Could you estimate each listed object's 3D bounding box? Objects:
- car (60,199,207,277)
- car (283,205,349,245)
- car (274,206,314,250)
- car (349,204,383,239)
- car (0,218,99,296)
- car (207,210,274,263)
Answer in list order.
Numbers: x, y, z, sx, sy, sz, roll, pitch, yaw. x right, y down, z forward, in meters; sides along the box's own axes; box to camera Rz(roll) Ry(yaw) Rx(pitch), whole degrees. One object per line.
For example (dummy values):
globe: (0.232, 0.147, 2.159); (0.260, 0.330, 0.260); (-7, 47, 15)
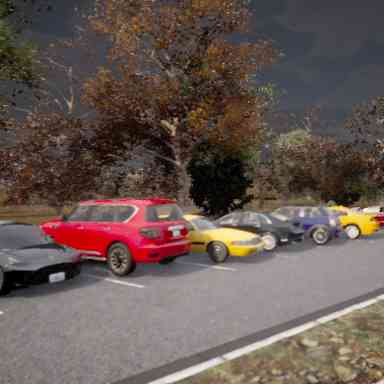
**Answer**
car: (-2.623, 1.255, 10.569); (5.566, 2.045, 2.435); (-1, -1, 34)
car: (4.642, 1.379, 15.765); (4.553, 1.767, 2.185); (-1, -1, 34)
car: (2.224, 1.506, 14.026); (4.892, 1.521, 2.231); (-1, 0, 34)
car: (7.010, 1.505, 17.534); (5.008, 1.535, 2.097); (-1, -1, 34)
car: (-4.988, 1.535, 8.807); (4.792, 1.488, 2.163); (-1, -1, 34)
car: (-0.028, 1.500, 12.189); (5.366, 1.575, 1.946); (-1, -1, 34)
